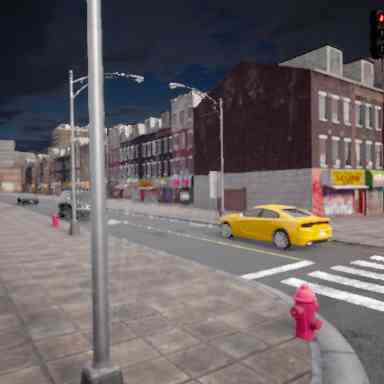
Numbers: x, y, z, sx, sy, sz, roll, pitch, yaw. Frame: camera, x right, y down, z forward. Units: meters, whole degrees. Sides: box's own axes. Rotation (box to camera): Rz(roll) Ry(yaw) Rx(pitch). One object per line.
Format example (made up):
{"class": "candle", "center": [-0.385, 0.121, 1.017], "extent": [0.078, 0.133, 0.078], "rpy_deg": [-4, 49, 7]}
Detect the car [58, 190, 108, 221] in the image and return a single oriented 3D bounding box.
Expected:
{"class": "car", "center": [-7.878, 0.884, 23.631], "extent": [2.150, 2.045, 5.566], "rpy_deg": [-2, 2, -35]}

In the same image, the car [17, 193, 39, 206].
{"class": "car", "center": [-20.440, 0.851, 41.446], "extent": [1.882, 1.535, 5.008], "rpy_deg": [-2, 1, -35]}

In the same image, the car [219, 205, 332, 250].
{"class": "car", "center": [3.142, 1.266, 13.585], "extent": [1.882, 1.535, 5.008], "rpy_deg": [-1, 1, -34]}
